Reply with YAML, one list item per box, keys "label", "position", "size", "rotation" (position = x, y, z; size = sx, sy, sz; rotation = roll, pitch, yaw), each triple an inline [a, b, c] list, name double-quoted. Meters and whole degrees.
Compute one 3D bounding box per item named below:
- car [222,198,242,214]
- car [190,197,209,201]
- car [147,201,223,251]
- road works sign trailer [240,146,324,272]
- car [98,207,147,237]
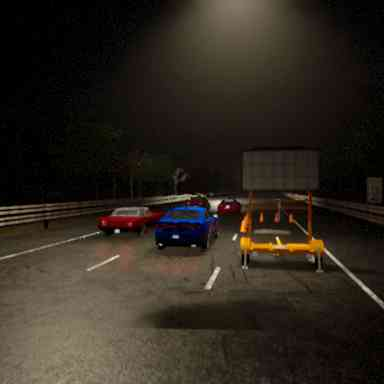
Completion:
- label: "car"
  position: [3.584, 1.288, 31.363]
  size: [1.994, 1.385, 4.181]
  rotation: [0, 1, 12]
- label: "car"
  position: [0.678, 1.216, 34.609]
  size: [1.812, 1.442, 4.674]
  rotation: [0, 0, 12]
- label: "car"
  position: [-0.046, 1.355, 13.753]
  size: [1.882, 1.535, 5.008]
  rotation: [0, 1, 12]
- label: "road works sign trailer"
  position: [2.774, 0.374, 10.576]
  size: [2.380, 3.560, 2.880]
  rotation: [0, 1, 12]
- label: "car"
  position: [-2.913, 1.443, 17.184]
  size: [1.895, 1.301, 4.718]
  rotation: [0, 1, 12]
